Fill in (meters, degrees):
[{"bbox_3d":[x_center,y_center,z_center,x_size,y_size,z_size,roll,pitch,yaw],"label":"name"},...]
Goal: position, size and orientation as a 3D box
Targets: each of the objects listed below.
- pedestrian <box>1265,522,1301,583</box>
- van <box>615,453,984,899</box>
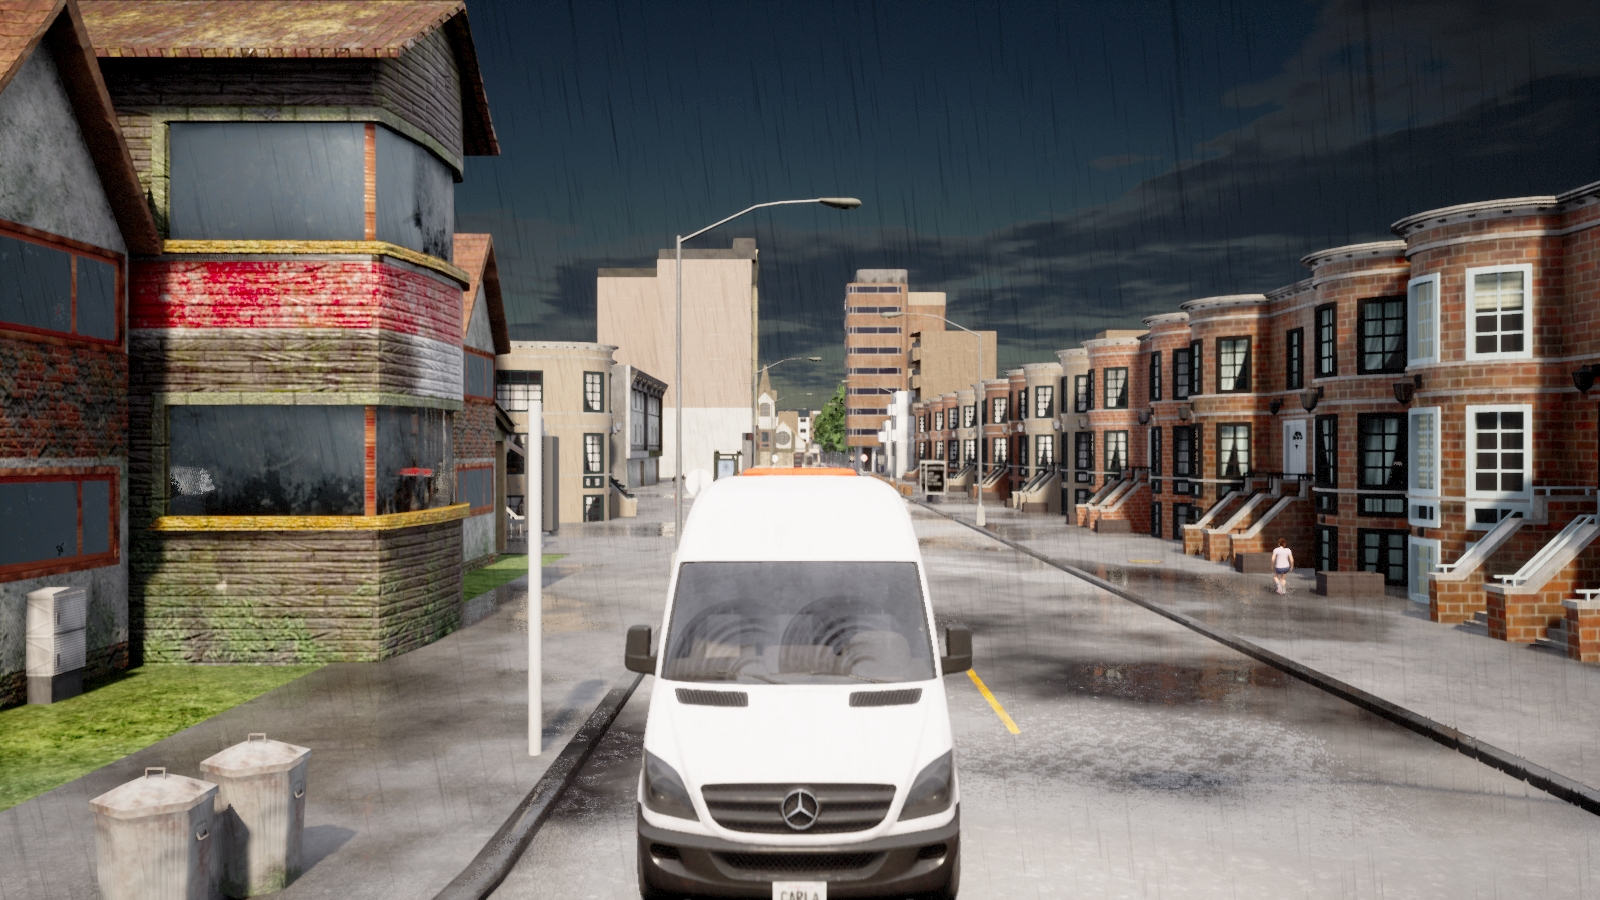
[{"bbox_3d":[9.007,1.904,21.334,0.500,1.100,0.500,0,0,7],"label":"pedestrian"},{"bbox_3d":[-0.003,1.314,9.122,1.988,2.561,5.915,0,0,0],"label":"van"}]
